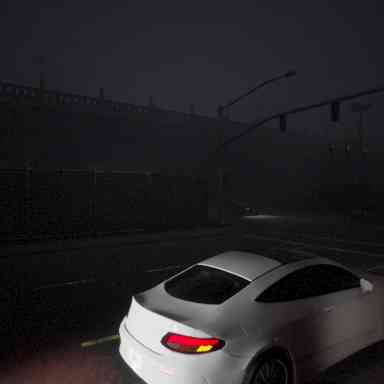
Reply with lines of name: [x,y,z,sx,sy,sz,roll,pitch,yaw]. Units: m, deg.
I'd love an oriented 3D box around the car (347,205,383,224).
car: [13.681,1.623,23.547,4.718,1.301,1.895,0,0,35]

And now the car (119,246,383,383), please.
car: [1.312,1.526,4.720,4.674,1.442,1.812,0,0,-35]

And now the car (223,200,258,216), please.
car: [4.619,1.581,33.850,1.812,1.442,4.674,0,0,-35]
